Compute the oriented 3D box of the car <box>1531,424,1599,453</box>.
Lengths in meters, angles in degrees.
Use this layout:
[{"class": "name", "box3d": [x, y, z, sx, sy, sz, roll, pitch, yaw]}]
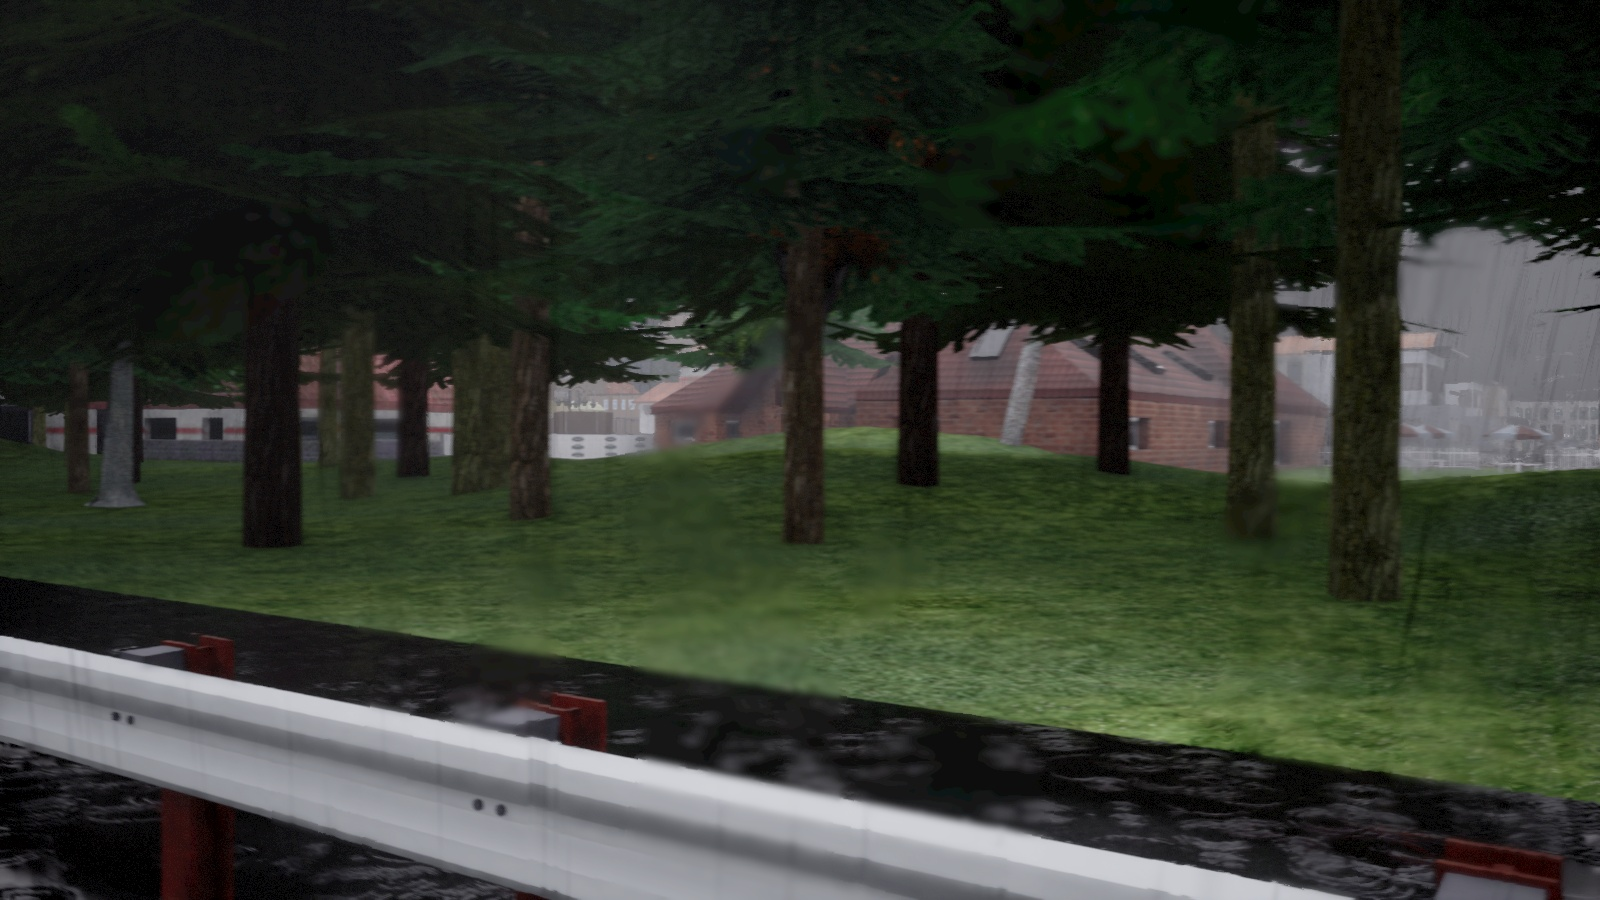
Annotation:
[{"class": "car", "box3d": [43.168, -0.657, 70.540, 2.128, 1.511, 4.902, -1, 1, 11]}]
